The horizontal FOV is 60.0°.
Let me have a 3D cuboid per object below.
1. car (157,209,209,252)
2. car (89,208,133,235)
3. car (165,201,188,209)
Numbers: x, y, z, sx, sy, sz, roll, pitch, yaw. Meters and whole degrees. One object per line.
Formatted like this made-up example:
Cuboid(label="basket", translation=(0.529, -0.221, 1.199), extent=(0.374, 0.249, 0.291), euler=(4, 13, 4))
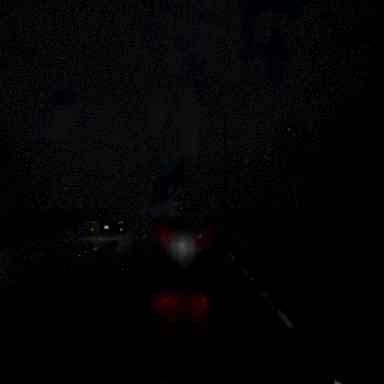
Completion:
Cuboid(label="car", translation=(-0.448, 1.623, 14.005), extent=(1.895, 1.301, 4.718), euler=(0, 0, -3))
Cuboid(label="car", translation=(-4.433, 1.582, 18.682), extent=(1.994, 1.385, 4.181), euler=(0, 0, -4))
Cuboid(label="car", translation=(-1.448, 1.638, 32.304), extent=(1.882, 1.535, 5.008), euler=(0, -1, 5))
